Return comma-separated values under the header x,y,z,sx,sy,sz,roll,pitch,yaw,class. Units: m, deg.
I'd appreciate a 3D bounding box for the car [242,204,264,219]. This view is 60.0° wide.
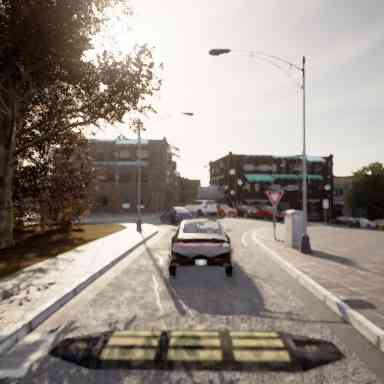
x,y,z,sx,sy,sz,roll,pitch,yaw,class
6.935,2.608,44.739,2.185,1.767,4.553,6,-3,-32,car

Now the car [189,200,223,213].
x,y,z,sx,sy,sz,roll,pitch,yaw,class
1.103,2.074,43.541,2.435,2.045,5.566,1,-2,-31,car

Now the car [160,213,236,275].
x,y,z,sx,sy,sz,roll,pitch,yaw,class
0.290,1.628,10.880,2.128,1.511,4.902,0,-1,1,car

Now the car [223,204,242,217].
x,y,z,sx,sy,sz,roll,pitch,yaw,class
3.972,2.361,44.184,2.185,1.767,4.553,4,-3,-32,car

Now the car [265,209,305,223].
x,y,z,sx,sy,sz,roll,pitch,yaw,class
12.741,3.303,46.107,1.946,1.575,5.366,6,-3,-31,car

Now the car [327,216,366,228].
x,y,z,sx,sy,sz,roll,pitch,yaw,class
21.686,4.200,47.654,2.002,1.452,4.674,6,-3,-31,car

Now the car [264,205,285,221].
x,y,z,sx,sy,sz,roll,pitch,yaw,class
9.922,2.771,45.352,2.435,2.045,5.566,7,-3,-31,car

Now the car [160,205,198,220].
x,y,z,sx,sy,sz,roll,pitch,yaw,class
-1.445,2.070,29.559,1.812,1.442,4.674,1,-2,-22,car

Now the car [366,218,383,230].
x,y,z,sx,sy,sz,roll,pitch,yaw,class
24.647,4.485,48.224,2.002,1.452,4.674,7,-3,-30,car
